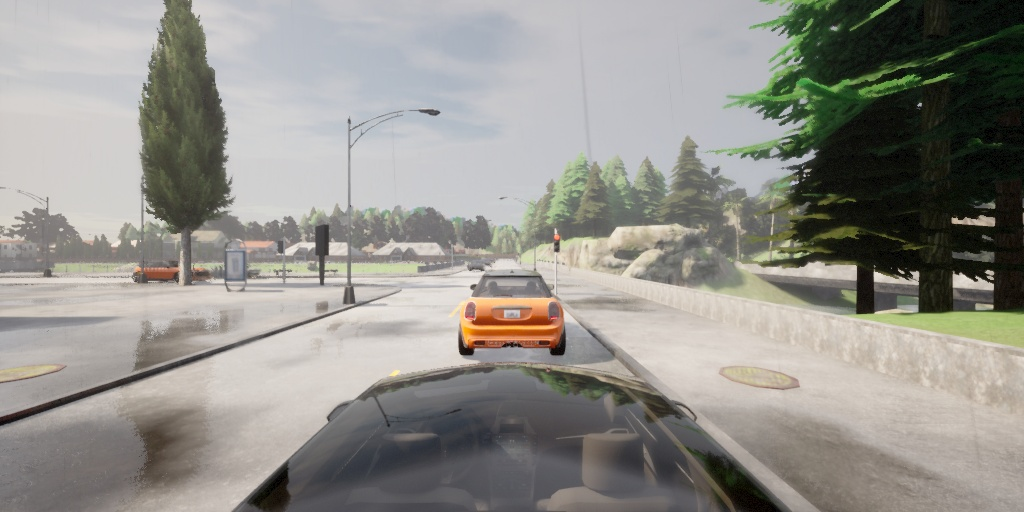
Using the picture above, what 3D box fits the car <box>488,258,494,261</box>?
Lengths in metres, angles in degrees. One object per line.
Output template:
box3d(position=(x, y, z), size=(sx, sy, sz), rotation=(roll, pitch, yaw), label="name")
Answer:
box3d(position=(-4.611, 1.256, 63.161), size=(1.837, 1.490, 4.892), rotation=(0, -1, 0), label="car")

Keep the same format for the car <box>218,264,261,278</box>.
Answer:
box3d(position=(-24.826, 1.351, 31.210), size=(4.718, 1.301, 1.895), rotation=(0, 0, -1), label="car")

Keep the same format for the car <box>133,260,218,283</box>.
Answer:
box3d(position=(-25.449, 1.102, 26.997), size=(4.553, 1.767, 2.097), rotation=(0, 0, 0), label="car")

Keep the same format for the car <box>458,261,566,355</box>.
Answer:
box3d(position=(-0.001, 1.102, 8.818), size=(2.097, 1.767, 4.553), rotation=(0, 0, 0), label="car")

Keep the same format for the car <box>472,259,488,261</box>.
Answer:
box3d(position=(-4.487, 1.255, 45.955), size=(1.837, 1.490, 4.892), rotation=(0, 0, 0), label="car")
